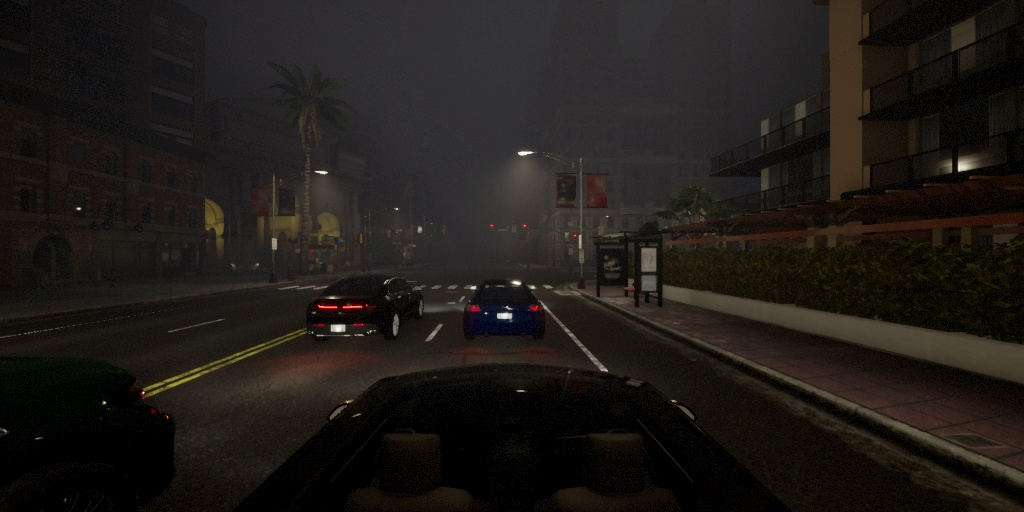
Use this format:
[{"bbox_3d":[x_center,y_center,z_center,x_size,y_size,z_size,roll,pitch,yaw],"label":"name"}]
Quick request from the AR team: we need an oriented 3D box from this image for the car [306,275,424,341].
[{"bbox_3d":[-3.725,1.255,9.879,1.837,1.490,4.892,0,0,-3],"label":"car"}]

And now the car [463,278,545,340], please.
[{"bbox_3d":[-0.236,1.314,10.035,1.994,1.385,4.181,0,0,-2],"label":"car"}]
